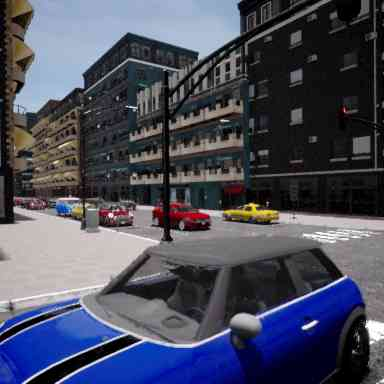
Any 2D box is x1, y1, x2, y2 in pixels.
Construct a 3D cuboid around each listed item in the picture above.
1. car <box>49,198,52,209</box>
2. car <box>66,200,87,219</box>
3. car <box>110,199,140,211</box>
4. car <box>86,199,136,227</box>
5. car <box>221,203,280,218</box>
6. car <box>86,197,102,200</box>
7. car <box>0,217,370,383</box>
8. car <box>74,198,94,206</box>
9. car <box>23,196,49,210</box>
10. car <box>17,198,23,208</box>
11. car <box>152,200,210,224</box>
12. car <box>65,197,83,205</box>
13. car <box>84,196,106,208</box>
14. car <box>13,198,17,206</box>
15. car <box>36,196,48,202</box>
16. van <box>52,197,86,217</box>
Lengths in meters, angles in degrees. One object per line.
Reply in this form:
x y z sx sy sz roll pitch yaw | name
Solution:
-20.218 1.643 48.846 2.128 1.511 4.902 -1 0 -35 | car
-8.897 1.652 28.330 1.752 1.417 4.829 -1 1 -35 | car
-8.594 1.581 42.345 2.008 1.369 4.403 -1 1 -35 | car
-5.786 1.552 23.961 1.967 1.590 4.097 -1 1 -35 | car
4.152 1.498 24.454 1.752 1.417 4.829 -1 1 -35 | car
-10.043 1.453 34.406 2.097 1.767 4.553 -1 1 -35 | car
0.079 1.356 3.600 4.553 1.767 2.097 0 0 -42 | car
-18.228 1.643 55.866 1.947 1.339 4.313 -1 1 -35 | car
-21.843 1.627 46.496 1.967 1.590 4.097 -1 1 -35 | car
-25.052 1.769 51.004 1.947 1.339 4.313 -1 1 -35 | car
-0.782 1.539 21.412 1.882 1.535 5.008 -1 1 -36 | car
-21.440 1.645 60.374 2.008 1.369 4.403 -1 1 -35 | car
-15.019 1.501 51.358 1.967 1.590 4.097 -1 1 -35 | car
-31.475 1.782 60.019 1.887 1.381 4.507 -1 1 -35 | car
-37.496 1.727 82.910 1.887 1.381 4.507 -1 1 -35 | car
-12.210 1.483 32.974 1.690 1.788 3.998 -1 1 -35 | van
